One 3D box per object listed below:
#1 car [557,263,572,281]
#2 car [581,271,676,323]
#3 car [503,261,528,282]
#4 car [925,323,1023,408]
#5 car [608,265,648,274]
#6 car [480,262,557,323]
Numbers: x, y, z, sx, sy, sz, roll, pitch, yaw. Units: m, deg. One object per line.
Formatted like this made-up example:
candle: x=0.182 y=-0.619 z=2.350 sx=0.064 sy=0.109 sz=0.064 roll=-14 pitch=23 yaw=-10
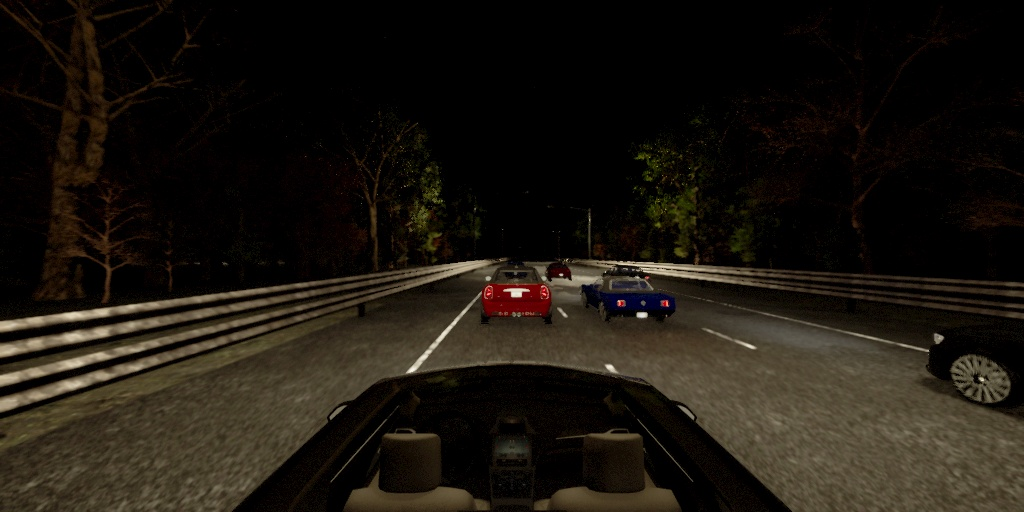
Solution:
car: x=3.808 y=1.276 z=29.818 sx=1.812 sy=1.442 sz=4.674 roll=0 pitch=0 yaw=1
car: x=3.637 y=1.352 z=12.199 sx=1.895 sy=1.301 sz=4.718 roll=0 pitch=0 yaw=0
car: x=0.314 y=1.227 z=30.220 sx=1.882 sy=1.535 sz=5.008 roll=0 pitch=0 yaw=1
car: x=7.108 y=1.243 z=3.290 sx=2.128 sy=1.511 sz=4.902 roll=0 pitch=0 yaw=0
car: x=7.224 y=1.299 z=23.140 sx=2.033 sy=1.411 sz=5.357 roll=0 pitch=0 yaw=1
car: x=0.139 y=1.103 z=12.191 sx=2.097 sy=1.767 sz=4.553 roll=0 pitch=0 yaw=0
